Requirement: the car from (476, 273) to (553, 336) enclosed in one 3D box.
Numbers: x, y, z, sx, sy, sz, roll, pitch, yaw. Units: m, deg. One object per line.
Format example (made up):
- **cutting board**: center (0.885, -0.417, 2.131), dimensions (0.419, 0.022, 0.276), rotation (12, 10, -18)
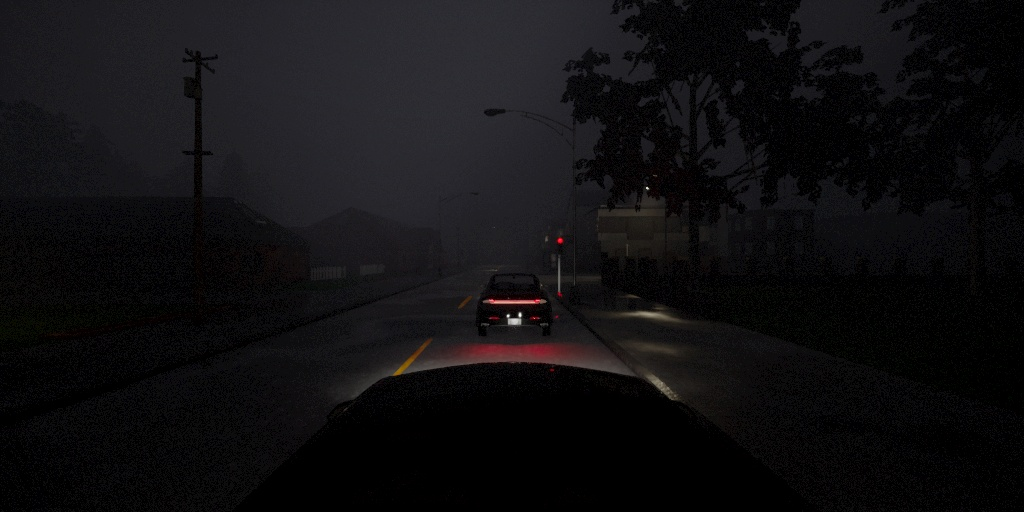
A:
- **car**: center (0.060, 1.242, 10.376), dimensions (2.128, 1.511, 4.902), rotation (0, 0, 0)
